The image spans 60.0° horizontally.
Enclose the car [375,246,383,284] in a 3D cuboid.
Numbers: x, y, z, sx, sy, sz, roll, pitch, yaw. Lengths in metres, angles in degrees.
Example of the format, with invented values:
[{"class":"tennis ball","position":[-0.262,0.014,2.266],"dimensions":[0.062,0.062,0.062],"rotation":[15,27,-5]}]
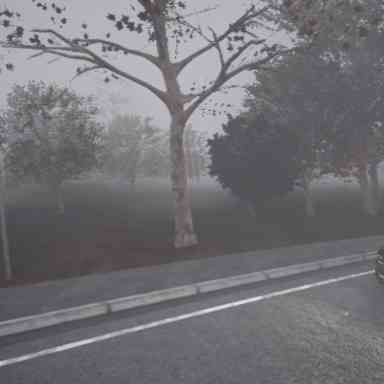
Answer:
[{"class":"car","position":[6.348,1.374,7.649],"dimensions":[5.008,1.535,1.882],"rotation":[-1,1,-28]}]
